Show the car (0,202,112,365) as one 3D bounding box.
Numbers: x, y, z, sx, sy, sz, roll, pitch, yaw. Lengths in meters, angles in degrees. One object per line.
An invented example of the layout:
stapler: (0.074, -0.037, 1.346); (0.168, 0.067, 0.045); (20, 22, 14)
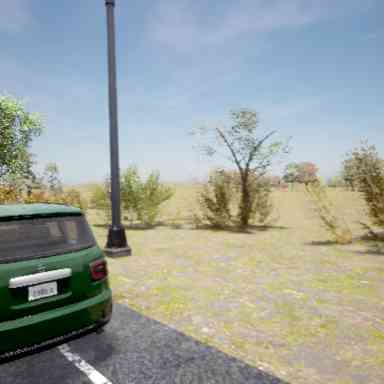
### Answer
car: (-3.474, 1.202, 5.667); (2.150, 2.045, 5.566); (-2, 1, -43)
